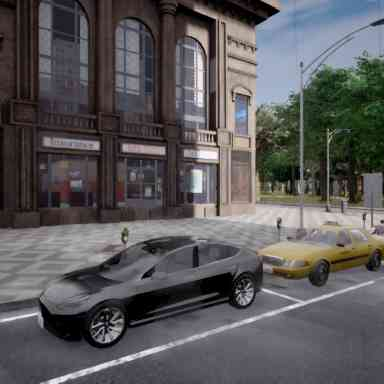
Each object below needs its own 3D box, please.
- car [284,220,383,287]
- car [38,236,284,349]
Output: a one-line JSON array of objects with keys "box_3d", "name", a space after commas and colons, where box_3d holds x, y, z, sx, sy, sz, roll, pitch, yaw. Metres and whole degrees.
[{"box_3d": [3.775, 1.526, 9.348, 4.829, 1.417, 1.752, 0, 0, -36], "name": "car"}, {"box_3d": [-0.512, 1.566, 6.287, 4.313, 1.339, 1.947, 0, 0, -36], "name": "car"}]
